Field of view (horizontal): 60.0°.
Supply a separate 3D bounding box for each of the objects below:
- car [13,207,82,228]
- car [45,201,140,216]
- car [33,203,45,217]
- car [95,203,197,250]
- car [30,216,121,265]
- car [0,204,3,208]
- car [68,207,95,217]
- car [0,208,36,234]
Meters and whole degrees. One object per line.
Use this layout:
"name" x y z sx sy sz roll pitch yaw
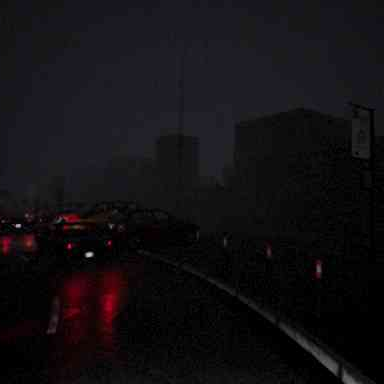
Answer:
"car" -12.928 2.204 29.976 5.366 1.575 1.946 0 -2 -38
"car" -5.549 1.579 20.343 5.566 2.045 2.435 0 -2 -39
"car" -11.288 1.976 27.561 4.553 1.767 2.185 0 -2 -38
"car" -1.829 1.570 15.693 4.553 1.767 2.185 0 -1 -39
"car" -4.610 1.790 12.653 1.895 1.301 4.718 0 -1 -35
"car" -19.249 2.131 31.491 2.150 2.045 5.566 0 -2 -38
"car" -3.704 1.764 18.076 5.008 1.535 2.097 0 -1 -39
"car" -12.411 2.038 22.831 1.812 1.442 4.674 0 -2 -38
